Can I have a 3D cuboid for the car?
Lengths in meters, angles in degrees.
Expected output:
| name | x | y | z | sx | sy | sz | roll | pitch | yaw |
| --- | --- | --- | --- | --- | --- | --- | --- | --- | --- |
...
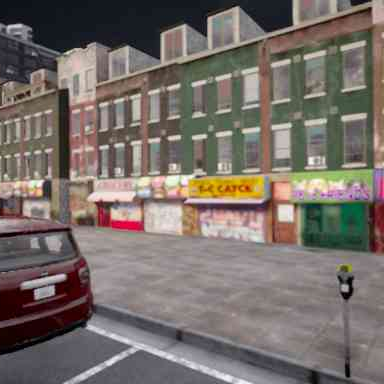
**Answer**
| name | x | y | z | sx | sy | sz | roll | pitch | yaw |
| --- | --- | --- | --- | --- | --- | --- | --- | --- | --- |
| car | -3.764 | 1.330 | 5.502 | 5.009 | 1.841 | 2.192 | 0 | -1 | 35 |
